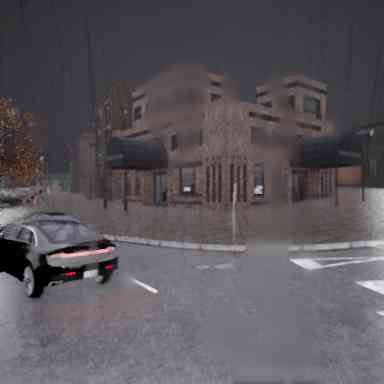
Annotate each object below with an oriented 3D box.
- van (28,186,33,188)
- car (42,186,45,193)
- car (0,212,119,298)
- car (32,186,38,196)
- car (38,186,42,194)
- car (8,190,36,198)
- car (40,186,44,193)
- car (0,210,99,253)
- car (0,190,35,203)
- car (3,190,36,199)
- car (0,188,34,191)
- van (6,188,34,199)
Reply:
[{"bbox_3d":[-27.130,0.543,50.746,4.442,1.987,1.878,0,1,-25],"label":"van"},{"bbox_3d":[-40.089,-0.480,83.771,5.566,2.045,2.435,0,1,-17],"label":"car"},{"bbox_3d":[-3.770,1.485,8.664,2.128,1.511,4.902,0,0,-44],"label":"car"},{"bbox_3d":[-28.155,0.453,53.295,5.566,2.045,2.435,0,1,-24],"label":"car"},{"bbox_3d":[-36.489,0.101,73.332,4.892,1.521,2.231,0,2,-20],"label":"car"},{"bbox_3d":[-33.542,0.383,65.693,4.674,1.452,2.002,0,2,-22],"label":"car"},{"bbox_3d":[-38.381,-0.045,78.588,4.792,1.488,2.163,0,2,-18],"label":"car"},{"bbox_3d":[-6.217,1.555,14.132,4.181,1.385,1.994,0,0,29],"label":"car"},{"bbox_3d":[-24.718,0.897,45.796,4.892,1.521,2.231,0,1,-25],"label":"car"},{"bbox_3d":[-32.684,0.416,63.095,5.366,1.575,1.946,0,2,-22],"label":"car"},{"bbox_3d":[-25.839,0.708,48.309,4.553,1.767,2.185,0,1,-25],"label":"car"},{"bbox_3d":[-31.344,0.269,60.688,4.442,1.987,1.878,0,2,-23],"label":"van"}]
